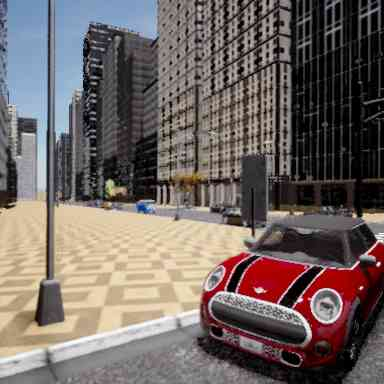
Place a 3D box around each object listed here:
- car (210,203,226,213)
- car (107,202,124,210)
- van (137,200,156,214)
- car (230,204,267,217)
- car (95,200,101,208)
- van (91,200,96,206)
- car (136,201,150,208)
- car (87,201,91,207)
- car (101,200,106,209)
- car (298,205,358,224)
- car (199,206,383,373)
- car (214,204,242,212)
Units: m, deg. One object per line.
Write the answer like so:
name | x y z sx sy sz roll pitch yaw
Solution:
car | 3.926 2.155 43.252 1.947 1.339 4.313 -1 -1 -26
car | -13.483 2.510 59.783 2.008 1.369 4.403 -1 -1 -26
van | -6.077 1.993 44.628 1.690 1.788 3.998 -1 -1 -26
car | 6.396 2.055 38.199 1.947 1.339 4.313 -1 -1 -26
car | -18.423 2.714 69.889 1.887 1.381 4.507 -1 -1 -26
van | -20.897 2.617 74.944 1.690 1.788 3.998 -1 -1 -26
car | -10.894 2.789 73.569 1.802 1.307 4.206 -1 -1 -26
car | -25.833 3.033 85.047 1.887 1.381 4.507 -1 -1 -26
car | -15.879 2.586 64.684 1.752 1.417 4.829 -1 -1 -26
car | 11.336 1.843 28.093 2.008 1.369 4.403 -1 -1 -26
car | 2.104 1.283 5.934 2.097 1.767 4.553 4 3 37
car | 3.808 1.806 24.413 2.008 1.369 4.403 -1 -1 -26
